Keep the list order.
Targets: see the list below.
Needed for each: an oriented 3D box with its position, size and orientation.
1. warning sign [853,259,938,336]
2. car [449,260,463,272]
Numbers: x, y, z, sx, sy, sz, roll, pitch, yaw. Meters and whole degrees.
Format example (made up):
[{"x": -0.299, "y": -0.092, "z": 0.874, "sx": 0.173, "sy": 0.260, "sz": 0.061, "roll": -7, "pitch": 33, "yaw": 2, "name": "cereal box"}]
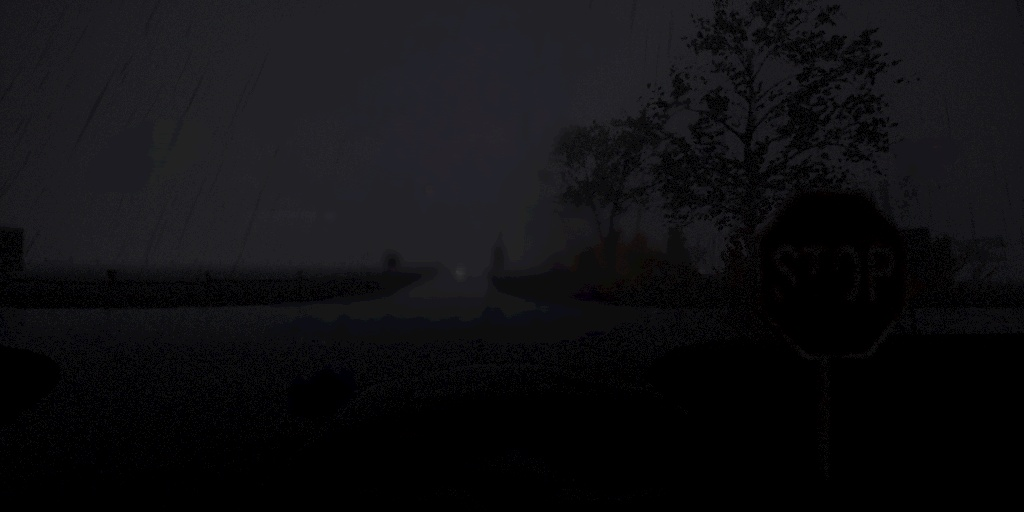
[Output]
[{"x": 10.331, "y": 1.077, "z": 9.564, "sx": 1.060, "sy": 1.860, "sz": 1.300, "roll": 0, "pitch": 0, "yaw": -6, "name": "warning sign"}, {"x": -9.478, "y": 1.643, "z": 60.972, "sx": 2.150, "sy": 2.045, "sz": 5.566, "roll": 0, "pitch": -1, "yaw": -6, "name": "car"}]
